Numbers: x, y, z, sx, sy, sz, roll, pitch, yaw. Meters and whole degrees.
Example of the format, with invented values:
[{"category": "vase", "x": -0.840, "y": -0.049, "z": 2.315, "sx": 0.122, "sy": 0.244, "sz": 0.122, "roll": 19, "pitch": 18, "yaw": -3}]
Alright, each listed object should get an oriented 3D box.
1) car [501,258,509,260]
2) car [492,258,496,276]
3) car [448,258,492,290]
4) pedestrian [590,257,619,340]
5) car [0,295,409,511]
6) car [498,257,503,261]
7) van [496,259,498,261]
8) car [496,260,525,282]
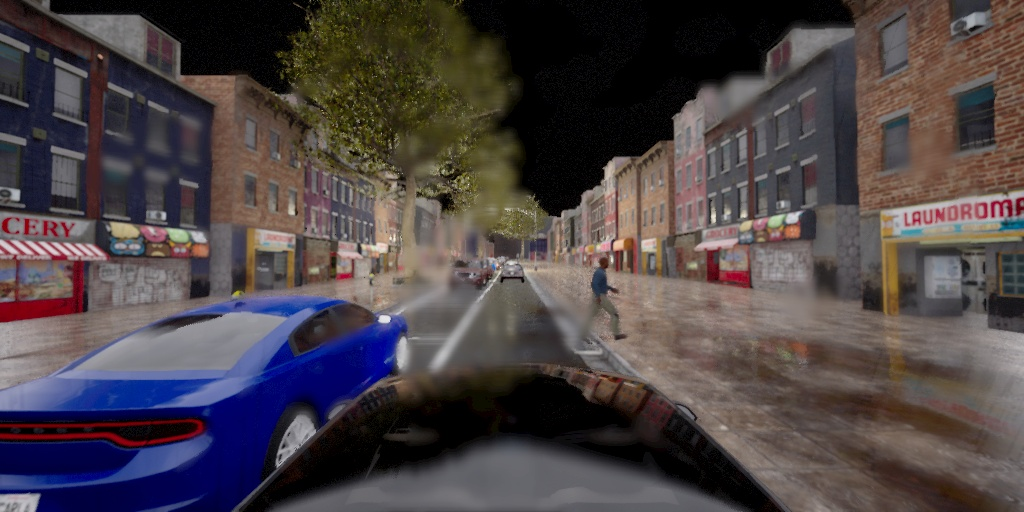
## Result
[{"category": "car", "x": 0.023, "y": 1.271, "z": 44.811, "sx": 2.033, "sy": 1.411, "sz": 5.357, "roll": 0, "pitch": 0, "yaw": 2}, {"category": "car", "x": -2.668, "y": 1.048, "z": 27.921, "sx": 2.192, "sy": 1.841, "sz": 5.009, "roll": 0, "pitch": 0, "yaw": 0}, {"category": "car", "x": -2.661, "y": 1.051, "z": 22.386, "sx": 2.192, "sy": 1.841, "sz": 5.009, "roll": 0, "pitch": 0, "yaw": 0}, {"category": "pedestrian", "x": 1.914, "y": 0.883, "z": 7.498, "sx": 0.375, "sy": 1.860, "sz": 0.375, "roll": -2, "pitch": -2, "yaw": 0}, {"category": "car", "x": -2.752, "y": 1.226, "z": 4.460, "sx": 1.882, "sy": 1.535, "sz": 5.008, "roll": 0, "pitch": 0, "yaw": 0}, {"category": "car", "x": -2.695, "y": 1.161, "z": 50.062, "sx": 1.967, "sy": 1.591, "sz": 4.097, "roll": 0, "pitch": 0, "yaw": 0}, {"category": "van", "x": -2.682, "y": 1.068, "z": 38.992, "sx": 1.690, "sy": 1.789, "sz": 3.998, "roll": 0, "pitch": 0, "yaw": 0}, {"category": "car", "x": 0.039, "y": 1.281, "z": 28.340, "sx": 2.033, "sy": 1.411, "sz": 5.357, "roll": 0, "pitch": 0, "yaw": 0}]
